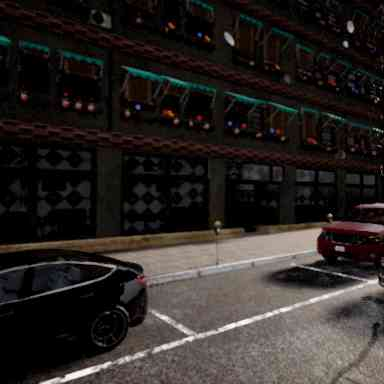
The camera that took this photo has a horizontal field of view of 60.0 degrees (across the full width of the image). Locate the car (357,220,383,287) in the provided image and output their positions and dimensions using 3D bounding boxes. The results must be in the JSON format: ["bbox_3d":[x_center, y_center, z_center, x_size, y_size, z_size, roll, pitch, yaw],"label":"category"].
[{"bbox_3d":[6.281,1.495,7.853,4.902,1.511,2.128,0,0,-35],"label":"car"}]

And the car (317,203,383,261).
[{"bbox_3d":[6.318,1.319,11.056,5.009,1.841,2.192,0,1,-35],"label":"car"}]

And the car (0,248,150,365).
[{"bbox_3d":[-2.674,1.566,4.641,4.313,1.339,1.947,0,1,-35],"label":"car"}]
